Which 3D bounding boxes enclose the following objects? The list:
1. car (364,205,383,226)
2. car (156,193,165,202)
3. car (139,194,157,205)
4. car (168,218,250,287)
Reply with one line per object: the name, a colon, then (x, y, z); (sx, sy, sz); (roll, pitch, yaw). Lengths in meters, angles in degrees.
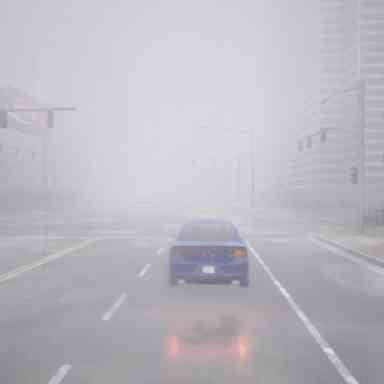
car: (13.766, 1.554, 22.435); (4.181, 1.385, 1.994); (0, 0, 2)
car: (-7.045, 1.381, 72.613); (1.812, 1.442, 4.674); (0, 0, 3)
car: (-7.849, 1.387, 57.166); (1.837, 1.490, 4.892); (0, 0, 3)
car: (0.476, 1.462, 9.395); (1.882, 1.535, 5.008); (0, 0, 3)
